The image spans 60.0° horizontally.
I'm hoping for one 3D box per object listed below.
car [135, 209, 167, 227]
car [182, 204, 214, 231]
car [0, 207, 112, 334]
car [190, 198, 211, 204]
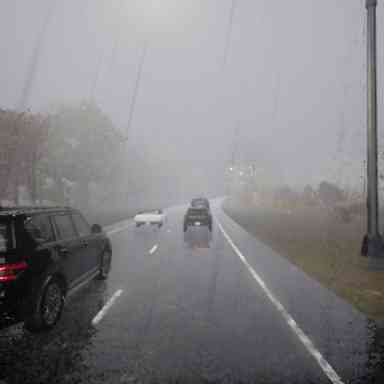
[{"bbox_3d":[-3.016,1.921,25.486,1.895,1.301,4.718,0,-1,2],"label":"car"},{"bbox_3d":[0.415,1.786,22.879,1.837,1.490,4.892,0,-2,1],"label":"car"},{"bbox_3d":[-3.358,1.312,7.080,2.150,2.045,5.566,0,-1,0],"label":"car"},{"bbox_3d":[0.940,1.698,38.113,2.150,2.045,5.566,0,-1,1],"label":"car"}]
